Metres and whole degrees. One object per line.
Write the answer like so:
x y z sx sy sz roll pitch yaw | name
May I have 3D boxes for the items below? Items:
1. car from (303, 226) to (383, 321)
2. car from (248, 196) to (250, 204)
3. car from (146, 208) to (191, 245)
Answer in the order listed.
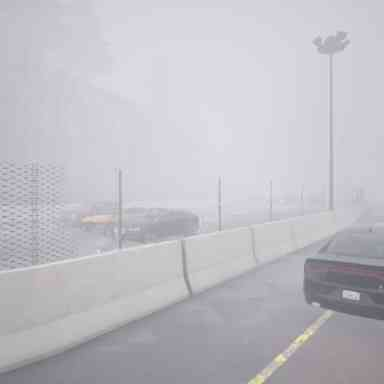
4.021 1.476 7.208 1.882 1.535 5.008 0 0 38 | car
11.823 1.207 61.608 2.150 2.045 5.566 0 0 21 | car
-1.581 1.489 15.483 2.128 1.511 4.902 0 0 36 | car
